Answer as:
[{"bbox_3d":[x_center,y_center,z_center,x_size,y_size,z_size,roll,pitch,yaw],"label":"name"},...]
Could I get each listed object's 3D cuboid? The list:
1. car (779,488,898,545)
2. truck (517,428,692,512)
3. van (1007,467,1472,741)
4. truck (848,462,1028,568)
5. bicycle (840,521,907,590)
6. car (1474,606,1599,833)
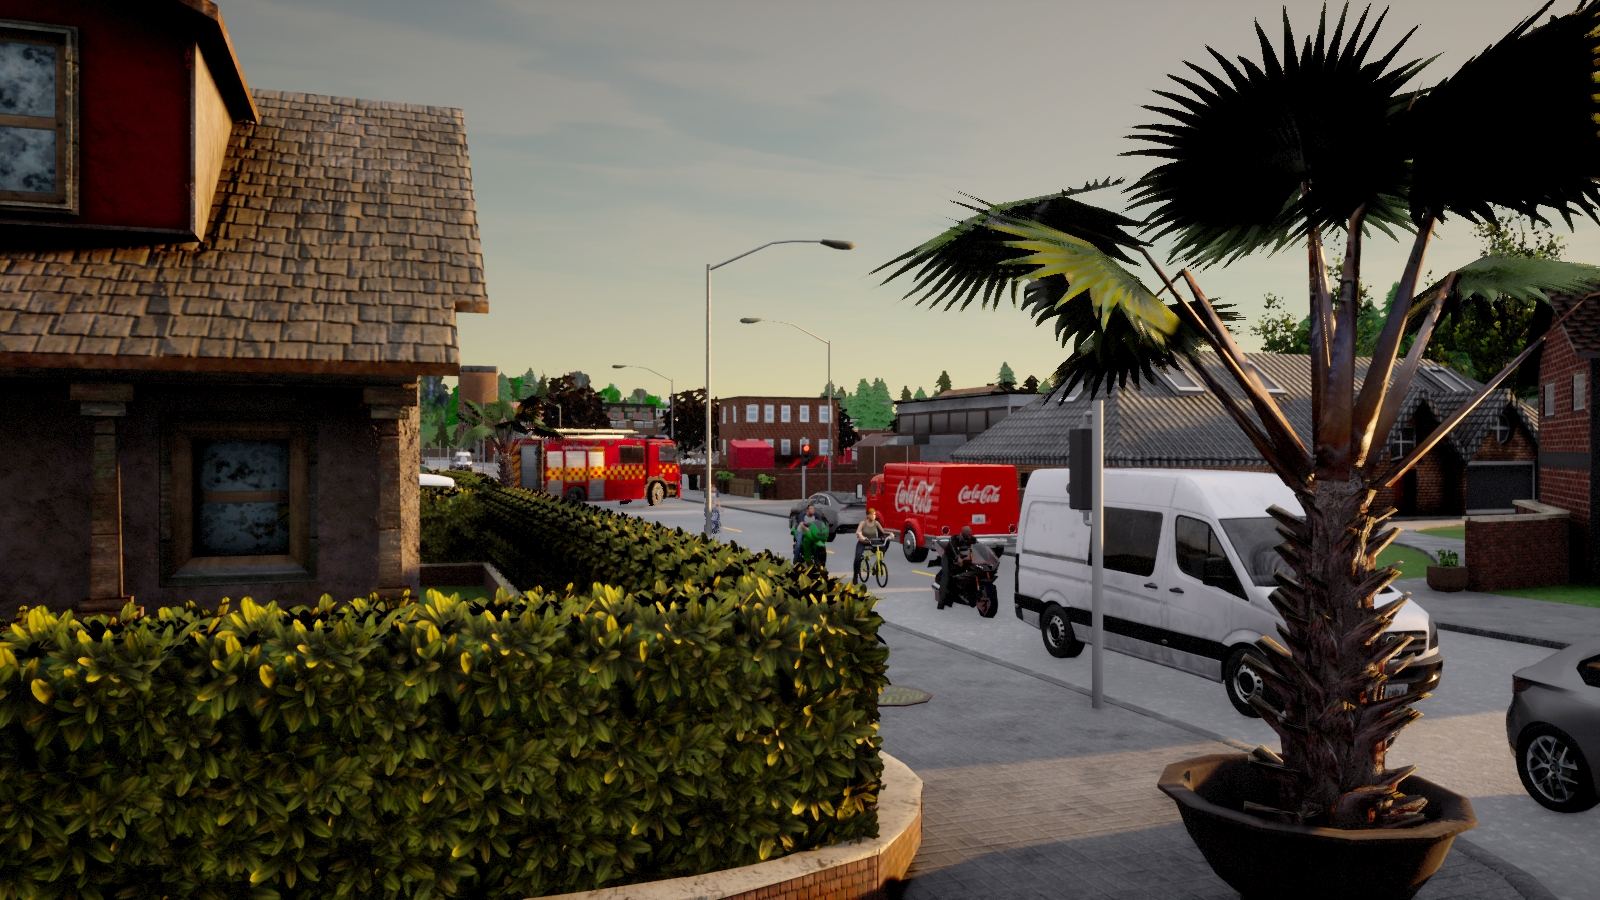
[{"bbox_3d":[1.122,2.053,36.412,2.128,1.511,4.902,0,0,-20],"label":"car"},{"bbox_3d":[-9.439,0.896,56.192,2.891,3.827,8.468,0,0,42],"label":"truck"},{"bbox_3d":[4.966,1.538,14.186,1.988,2.561,5.915,0,0,-20],"label":"van"},{"bbox_3d":[3.468,1.570,29.990,2.627,2.467,5.204,0,0,-20],"label":"truck"},{"bbox_3d":[1.505,2.162,23.648,0.859,1.276,1.487,0,0,-19],"label":"bicycle"},{"bbox_3d":[6.934,2.069,7.650,1.816,1.474,4.193,0,0,-12],"label":"car"}]
